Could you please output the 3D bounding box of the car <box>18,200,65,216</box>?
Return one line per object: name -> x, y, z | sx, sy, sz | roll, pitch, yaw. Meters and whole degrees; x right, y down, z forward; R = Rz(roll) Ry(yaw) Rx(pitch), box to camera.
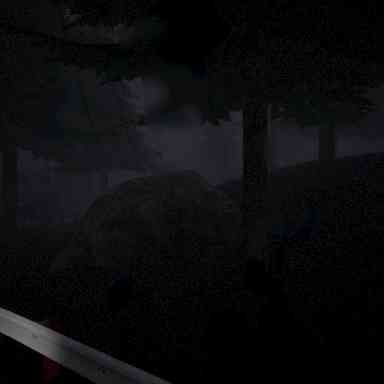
car -> -13.098, 1.489, 27.917 | 1.837, 1.490, 4.892 | 0, 0, 36
